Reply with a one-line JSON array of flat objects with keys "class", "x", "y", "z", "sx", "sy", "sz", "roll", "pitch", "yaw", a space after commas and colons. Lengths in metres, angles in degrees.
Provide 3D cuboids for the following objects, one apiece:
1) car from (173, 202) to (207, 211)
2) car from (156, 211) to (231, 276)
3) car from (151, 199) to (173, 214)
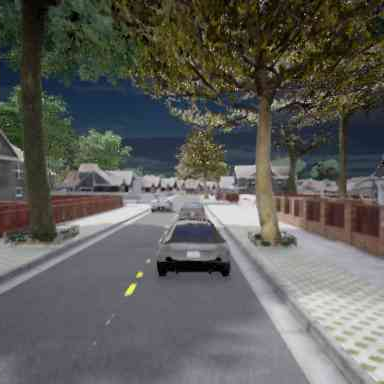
[{"class": "car", "x": 0.036, "y": 1.391, "z": 23.179, "sx": 2.033, "sy": 1.411, "sz": 5.357, "roll": 0, "pitch": 0, "yaw": 1}, {"class": "car", "x": 0.057, "y": 1.497, "z": 10.191, "sx": 1.994, "sy": 1.385, "sz": 4.181, "roll": 0, "pitch": 0, "yaw": 0}, {"class": "car", "x": -2.834, "y": 1.339, "z": 32.551, "sx": 1.994, "sy": 1.385, "sz": 4.181, "roll": 0, "pitch": 0, "yaw": 0}]
